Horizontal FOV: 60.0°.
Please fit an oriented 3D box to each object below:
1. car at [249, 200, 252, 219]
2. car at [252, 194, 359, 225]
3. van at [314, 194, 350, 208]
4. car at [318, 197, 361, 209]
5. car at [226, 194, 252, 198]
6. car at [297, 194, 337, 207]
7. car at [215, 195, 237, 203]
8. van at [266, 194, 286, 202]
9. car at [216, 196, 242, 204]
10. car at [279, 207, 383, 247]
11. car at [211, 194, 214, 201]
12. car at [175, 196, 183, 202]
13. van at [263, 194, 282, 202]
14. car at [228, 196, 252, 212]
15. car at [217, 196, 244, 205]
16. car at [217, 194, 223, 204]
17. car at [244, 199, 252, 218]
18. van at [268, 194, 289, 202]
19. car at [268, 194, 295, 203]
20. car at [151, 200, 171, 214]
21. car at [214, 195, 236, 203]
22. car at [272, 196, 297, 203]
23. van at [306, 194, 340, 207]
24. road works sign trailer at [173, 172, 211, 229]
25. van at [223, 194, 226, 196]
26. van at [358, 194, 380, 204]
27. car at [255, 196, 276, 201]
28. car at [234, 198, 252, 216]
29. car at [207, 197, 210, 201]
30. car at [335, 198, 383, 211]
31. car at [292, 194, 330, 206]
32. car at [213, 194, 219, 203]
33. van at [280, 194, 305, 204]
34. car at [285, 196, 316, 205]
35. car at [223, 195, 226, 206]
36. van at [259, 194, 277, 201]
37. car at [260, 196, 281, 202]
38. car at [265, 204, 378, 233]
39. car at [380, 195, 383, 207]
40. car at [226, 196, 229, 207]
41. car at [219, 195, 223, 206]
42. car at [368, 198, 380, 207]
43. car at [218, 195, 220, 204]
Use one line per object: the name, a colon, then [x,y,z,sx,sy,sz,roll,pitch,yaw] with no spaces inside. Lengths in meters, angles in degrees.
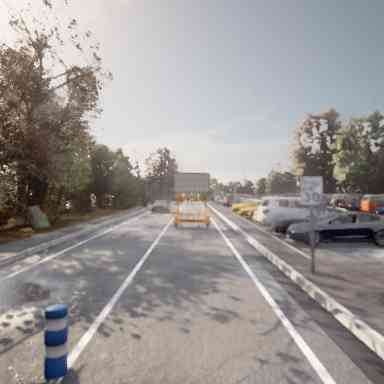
car: [7.055,1.561,23.532,5.366,1.575,1.946,0,0,0]
car: [6.875,1.325,20.756,5.566,2.045,2.435,0,0,0]
van: [20.273,1.308,48.326,4.442,1.987,1.878,0,0,0]
car: [20.139,1.522,45.556,5.008,1.535,2.097,0,0,0]
car: [7.063,1.394,42.958,4.553,1.767,2.185,0,0,0]
car: [20.175,1.308,53.867,5.566,2.045,2.435,0,0,0]
car: [7.233,1.515,70.717,4.553,1.767,2.185,0,0,0]
van: [20.551,1.456,81.567,4.442,1.987,1.878,0,0,0]
car: [7.211,1.617,65.164,4.892,1.521,2.231,0,0,0]
car: [6.771,1.629,15.206,4.792,1.488,2.163,0,0,0]
car: [7.055,1.626,67.942,5.366,1.575,1.946,0,0,0]
car: [-2.980,1.567,77.575,1.895,1.301,4.718,0,0,0]
van: [20.343,1.469,84.472,4.442,1.987,1.878,0,-1,0]
car: [6.778,1.516,34.760,5.366,1.575,1.946,0,0,0]
car: [7.201,1.605,62.388,4.892,1.521,2.231,0,0,0]
car: [7.119,1.609,56.836,4.792,1.488,2.163,0,0,0]
car: [6.899,1.553,26.310,4.892,1.521,2.231,0,0,0]
van: [20.529,1.444,78.922,4.442,1.987,1.878,0,0,0]
car: [20.361,1.407,76.153,5.566,2.045,2.435,0,0,0]
car: [-3.306,1.554,35.970,1.812,1.442,4.674,0,0,0]
car: [7.256,1.528,73.493,4.553,1.767,2.185,0,0,0]
car: [20.360,1.645,73.257,5.008,1.535,2.097,0,0,0]
van: [20.063,1.321,51.098,4.442,1.987,1.878,0,0,0]
road works sign trailer: [-0.015,0.474,21.679,2.380,3.560,2.880,0,0,-1]
van: [7.195,1.316,48.508,4.442,1.987,1.878,0,0,0]
van: [20.159,1.286,34.607,4.442,1.987,1.878,0,0,0]
car: [20.343,1.844,92.626,5.366,1.575,1.946,0,-1,0]
car: [6.731,1.538,29.087,5.366,1.575,1.946,0,0,0]
car: [7.408,1.451,84.598,5.566,2.045,2.435,0,0,0]
car: [20.117,1.535,40.018,4.792,1.488,2.163,0,0,0]
car: [20.198,1.320,56.637,5.566,2.045,2.435,0,0,0]
car: [6.986,1.588,59.614,5.366,1.575,1.946,0,0,0]
van: [20.437,1.395,67.842,4.442,1.987,1.878,0,0,0]
car: [20.267,1.596,62.177,5.008,1.535,2.097,0,0,0]
car: [7.085,1.559,45.731,4.792,1.488,2.163,0,0,0]
van: [20.387,1.565,89.863,4.442,1.987,1.878,0,-1,0]
car: [20.486,1.733,87.087,5.008,1.535,2.097,0,-1,0]
car: [6.829,1.588,17.982,5.008,1.535,2.097,0,0,0]
car: [20.024,1.282,28.944,5.566,2.045,2.435,0,0,0]
car: [7.003,1.515,40.179,4.892,1.521,2.231,0,0,0]
car: [7.073,1.584,51.284,4.792,1.488,2.163,0,0,0]
car: [19.990,1.551,31.715,4.792,1.488,2.163,0,0,0]
car: [7.096,1.596,54.060,4.792,1.488,2.163,0,0,0]
